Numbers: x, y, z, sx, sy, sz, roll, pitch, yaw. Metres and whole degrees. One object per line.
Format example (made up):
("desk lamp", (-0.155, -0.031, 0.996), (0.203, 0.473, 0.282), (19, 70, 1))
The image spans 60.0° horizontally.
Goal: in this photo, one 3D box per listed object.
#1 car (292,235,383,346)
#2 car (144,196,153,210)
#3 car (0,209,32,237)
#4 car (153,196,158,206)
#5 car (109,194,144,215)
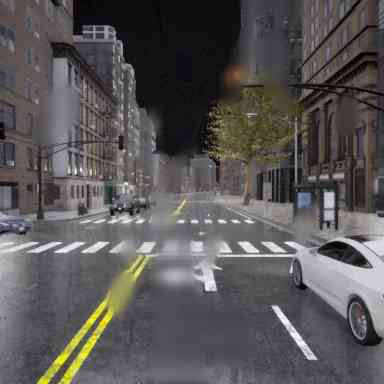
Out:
("car", (3.344, 1.524, 6.212), (1.812, 1.442, 4.674), (0, 0, 0))
("car", (-6.638, 1.436, 43.433), (1.882, 1.535, 5.008), (0, 0, 0))
("car", (-10.391, 1.505, 16.801), (4.674, 1.442, 1.812), (0, 0, 19))
("car", (-6.639, 1.420, 53.751), (2.128, 1.511, 4.902), (0, 0, 0))
("car", (-6.601, 1.197, 33.322), (2.150, 2.045, 5.566), (0, 0, 1))
